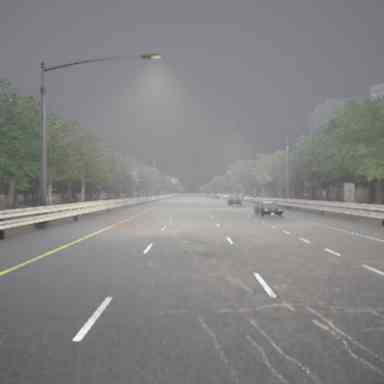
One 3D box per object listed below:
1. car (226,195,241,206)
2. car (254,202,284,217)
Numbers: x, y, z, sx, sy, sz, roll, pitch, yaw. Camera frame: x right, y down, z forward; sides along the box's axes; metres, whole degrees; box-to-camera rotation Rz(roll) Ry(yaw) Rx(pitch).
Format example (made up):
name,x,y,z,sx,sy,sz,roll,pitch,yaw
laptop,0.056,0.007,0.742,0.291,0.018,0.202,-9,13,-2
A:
name,x,y,z,sx,sy,sz,roll,pitch,yaw
car,7.005,1.368,56.175,2.097,1.767,4.553,0,0,0
car,7.002,1.607,30.993,1.895,1.301,4.718,0,0,0
